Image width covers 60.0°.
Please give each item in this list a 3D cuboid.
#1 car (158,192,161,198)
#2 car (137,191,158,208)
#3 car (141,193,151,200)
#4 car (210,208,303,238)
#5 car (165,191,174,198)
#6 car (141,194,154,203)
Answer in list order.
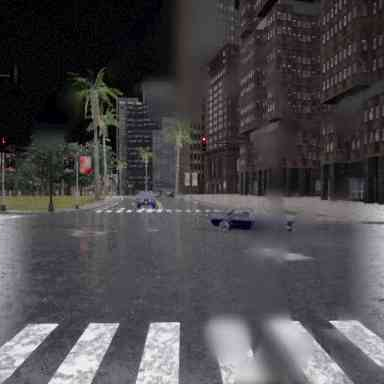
[{"bbox_3d":[-8.830,0.665,82.585,2.128,1.511,4.902,0,1,-13],"label":"car"},{"bbox_3d":[-5.714,0.890,41.906,2.150,2.045,5.566,0,1,-7],"label":"car"},{"bbox_3d":[-9.705,0.851,70.239,1.994,1.385,4.181,0,1,-10],"label":"car"},{"bbox_3d":[3.326,1.549,17.628,4.718,1.301,1.895,0,1,44],"label":"car"},{"bbox_3d":[-5.529,0.645,82.685,1.837,1.490,4.892,0,1,-12],"label":"car"},{"bbox_3d":[-7.350,1.066,54.950,1.994,1.385,4.181,0,1,-8],"label":"car"}]
